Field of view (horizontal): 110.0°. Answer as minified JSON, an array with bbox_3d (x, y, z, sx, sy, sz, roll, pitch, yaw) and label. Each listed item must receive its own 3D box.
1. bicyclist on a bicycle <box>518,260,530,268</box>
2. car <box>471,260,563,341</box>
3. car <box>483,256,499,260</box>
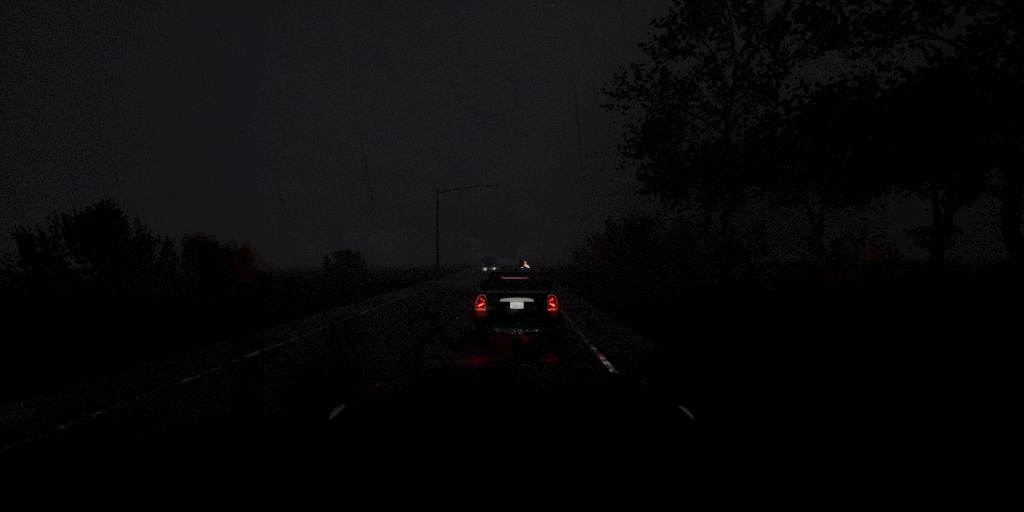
[{"bbox_3d":[0.960,1.177,25.791,0.866,1.612,1.509,0,0,1],"label":"bicyclist on a bicycle"},{"bbox_3d":[0.108,1.099,9.968,2.097,1.767,4.553,0,0,0],"label":"car"},{"bbox_3d":[-3.799,0.954,62.481,2.150,2.045,5.566,0,0,0],"label":"car"}]
